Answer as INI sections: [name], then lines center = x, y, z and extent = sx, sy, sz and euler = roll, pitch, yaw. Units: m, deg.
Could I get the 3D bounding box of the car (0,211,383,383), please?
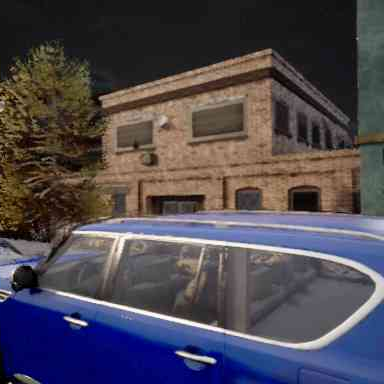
[car]
center = -0.224, 1.227, 3.412
extent = 5.566, 2.045, 2.435
euler = 0, 0, 36
